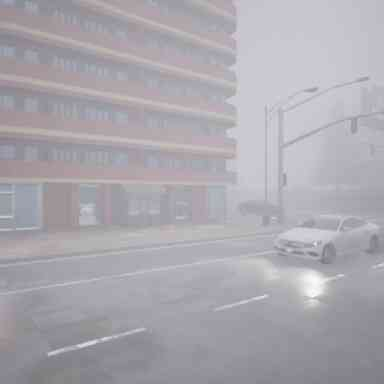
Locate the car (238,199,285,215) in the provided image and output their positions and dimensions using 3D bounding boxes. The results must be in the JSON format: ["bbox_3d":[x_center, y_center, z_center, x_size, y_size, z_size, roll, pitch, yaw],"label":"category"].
[{"bbox_3d":[6.669,1.478,32.182,1.882,1.535,5.008,0,0,-36],"label":"car"}]

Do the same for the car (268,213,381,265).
[{"bbox_3d":[4.955,1.527,11.846,4.674,1.442,1.812,-1,0,-36],"label":"car"}]
